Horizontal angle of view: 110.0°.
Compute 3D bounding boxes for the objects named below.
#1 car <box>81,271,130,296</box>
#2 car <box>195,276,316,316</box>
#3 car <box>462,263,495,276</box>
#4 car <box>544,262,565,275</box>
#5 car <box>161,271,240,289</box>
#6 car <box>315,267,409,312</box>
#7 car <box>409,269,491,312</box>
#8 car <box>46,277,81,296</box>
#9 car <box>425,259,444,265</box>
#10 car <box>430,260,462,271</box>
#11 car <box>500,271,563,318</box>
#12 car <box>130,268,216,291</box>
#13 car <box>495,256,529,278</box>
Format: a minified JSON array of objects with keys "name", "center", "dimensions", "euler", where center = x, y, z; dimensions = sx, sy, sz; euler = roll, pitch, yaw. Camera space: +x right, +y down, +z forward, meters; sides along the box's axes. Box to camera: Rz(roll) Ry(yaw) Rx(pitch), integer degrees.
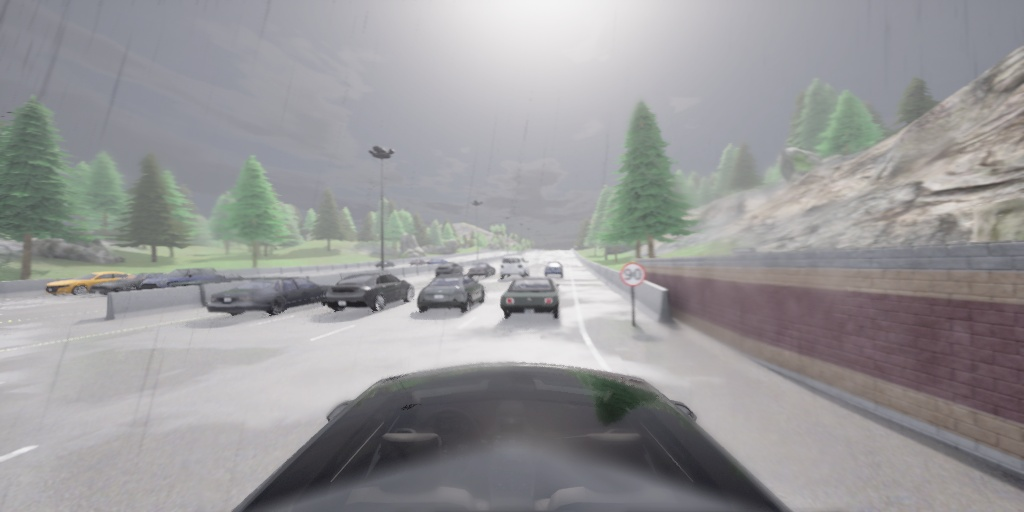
[{"name":"car","center":[-25.892,1.905,25.356],"dimensions":[2.033,1.411,5.357],"euler":[-1,0,9]},{"name":"car","center":[-9.548,1.574,14.997],"dimensions":[2.033,1.411,5.357],"euler":[-1,0,8]},{"name":"car","center":[-2.903,1.405,35.413],"dimensions":[2.033,1.411,5.357],"euler":[-1,0,9]},{"name":"car","center":[4.104,1.264,34.932],"dimensions":[2.033,1.411,5.357],"euler":[-1,0,9]},{"name":"car","center":[-19.141,1.826,23.199],"dimensions":[1.895,1.301,4.718],"euler":[-1,0,9]},{"name":"car","center":[-5.885,1.464,15.488],"dimensions":[1.837,1.490,4.892],"euler":[-1,0,8]},{"name":"car","center":[-2.401,1.454,15.094],"dimensions":[1.994,1.385,4.181],"euler":[-1,0,8]},{"name":"car","center":[-29.398,1.904,25.585],"dimensions":[1.882,1.535,5.008],"euler":[-1,0,9]},{"name":"car","center":[-12.965,1.215,62.996],"dimensions":[1.882,1.535,5.008],"euler":[-1,1,9]},{"name":"car","center":[-6.281,1.426,36.480],"dimensions":[1.837,1.490,4.892],"euler":[-1,0,9]},{"name":"car","center":[0.839,1.424,13.328],"dimensions":[1.895,1.301,4.718],"euler":[-1,0,8]},{"name":"car","center":[-22.462,1.642,24.655],"dimensions":[2.097,1.767,4.553],"euler":[-1,0,9]},{"name":"car","center":[0.298,1.029,33.260],"dimensions":[2.150,2.045,5.566],"euler":[-1,1,9]}]
